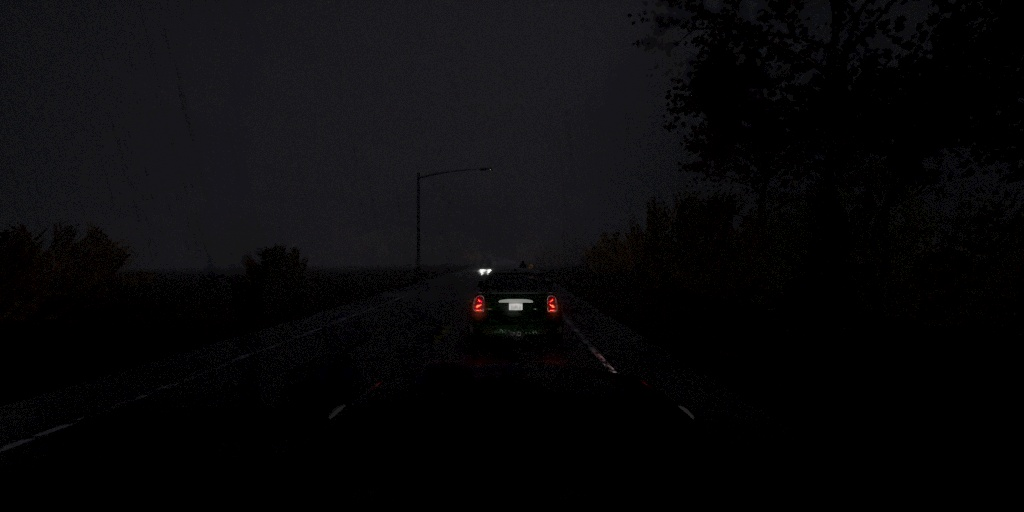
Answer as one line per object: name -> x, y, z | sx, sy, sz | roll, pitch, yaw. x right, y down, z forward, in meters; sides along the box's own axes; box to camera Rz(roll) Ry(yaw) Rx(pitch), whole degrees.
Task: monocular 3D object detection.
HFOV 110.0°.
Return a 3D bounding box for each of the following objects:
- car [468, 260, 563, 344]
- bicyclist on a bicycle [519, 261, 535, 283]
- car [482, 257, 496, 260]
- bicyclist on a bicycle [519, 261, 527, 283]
car -> 0.072, 1.099, 9.763 | 2.097, 1.767, 4.553 | 0, 0, 0
bicyclist on a bicycle -> 0.903, 1.180, 17.107 | 0.866, 1.612, 1.509 | 0, 0, 0
car -> -4.004, 1.226, 55.170 | 2.128, 1.511, 4.902 | 0, 0, -1
bicyclist on a bicycle -> 0.840, 1.193, 27.224 | 0.582, 1.620, 1.656 | 0, 0, 0
